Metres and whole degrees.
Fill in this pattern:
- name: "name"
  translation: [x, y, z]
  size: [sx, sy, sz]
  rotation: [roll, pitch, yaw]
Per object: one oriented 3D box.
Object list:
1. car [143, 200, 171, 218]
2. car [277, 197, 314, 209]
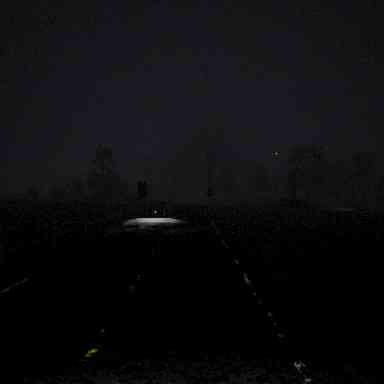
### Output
- name: "car"
  translation: [-2.823, 1.339, 27.648]
  size: [1.994, 1.385, 4.181]
  rotation: [0, 0, 0]
- name: "car"
  translation: [13.889, 1.429, 44.806]
  size: [4.902, 1.511, 2.128]
  rotation: [1, 1, 0]
